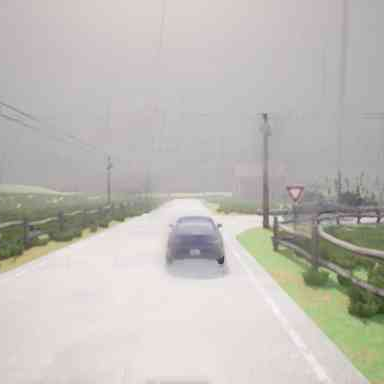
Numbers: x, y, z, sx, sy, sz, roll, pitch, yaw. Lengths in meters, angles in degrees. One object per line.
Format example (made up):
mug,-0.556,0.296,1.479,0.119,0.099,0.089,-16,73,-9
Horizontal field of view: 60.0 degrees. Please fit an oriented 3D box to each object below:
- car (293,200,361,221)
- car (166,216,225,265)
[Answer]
car,10.235,1.377,25.319,4.902,1.511,2.128,-1,0,1
car,0.117,1.565,11.756,1.812,1.442,4.674,0,0,1
